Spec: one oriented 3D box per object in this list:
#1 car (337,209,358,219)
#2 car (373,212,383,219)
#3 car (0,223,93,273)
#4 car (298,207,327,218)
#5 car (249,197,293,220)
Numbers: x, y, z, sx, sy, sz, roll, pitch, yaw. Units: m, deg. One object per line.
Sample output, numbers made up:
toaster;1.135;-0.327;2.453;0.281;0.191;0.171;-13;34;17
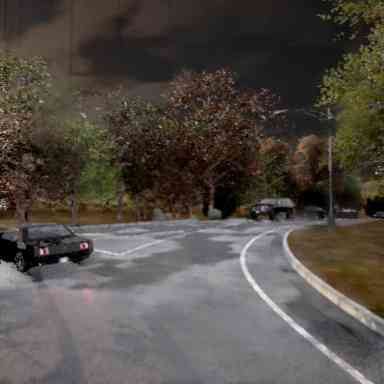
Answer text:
car;23.396;3.249;49.865;1.882;1.535;5.008;-1;-5;41
car;29.620;3.716;51.686;1.895;1.301;4.718;-1;-5;41
car;-5.314;1.703;11.160;4.718;1.301;1.895;-1;0;44
car;14.197;2.380;39.233;1.895;1.301;4.718;-1;-4;41
car;7.653;1.509;31.627;2.150;2.045;5.566;-1;-3;42
